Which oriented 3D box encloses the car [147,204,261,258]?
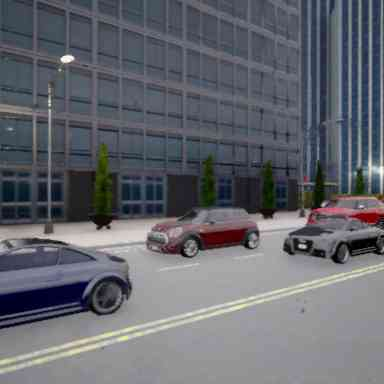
[{"bbox_3d":[0.518,1.377,12.973,4.553,1.767,2.097,0,0,-36],"label":"car"}]

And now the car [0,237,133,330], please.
[{"bbox_3d":[-3.209,1.566,6.003,4.181,1.385,1.994,0,0,-35],"label":"car"}]

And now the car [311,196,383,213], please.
[{"bbox_3d":[9.003,1.281,19.038,5.566,2.045,2.150,0,0,-36],"label":"car"}]

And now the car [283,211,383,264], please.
[{"bbox_3d":[5.231,1.601,12.040,4.181,1.385,1.994,0,0,-36],"label":"car"}]
